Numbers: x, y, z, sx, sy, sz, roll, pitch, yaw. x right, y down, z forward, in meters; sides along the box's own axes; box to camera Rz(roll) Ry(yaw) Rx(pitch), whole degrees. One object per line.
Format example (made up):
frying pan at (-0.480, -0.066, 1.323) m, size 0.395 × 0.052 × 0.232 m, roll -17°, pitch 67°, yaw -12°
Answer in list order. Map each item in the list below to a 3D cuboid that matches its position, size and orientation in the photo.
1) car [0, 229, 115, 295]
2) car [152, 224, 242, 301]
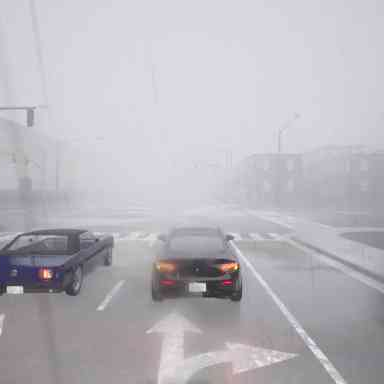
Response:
car at (-3.397, 1.601, 8.633) m, size 1.895 × 1.301 × 4.718 m, roll 0°, pitch 0°, yaw 0°
car at (0.101, 1.526, 8.200) m, size 1.812 × 1.442 × 4.674 m, roll 0°, pitch 0°, yaw 0°
